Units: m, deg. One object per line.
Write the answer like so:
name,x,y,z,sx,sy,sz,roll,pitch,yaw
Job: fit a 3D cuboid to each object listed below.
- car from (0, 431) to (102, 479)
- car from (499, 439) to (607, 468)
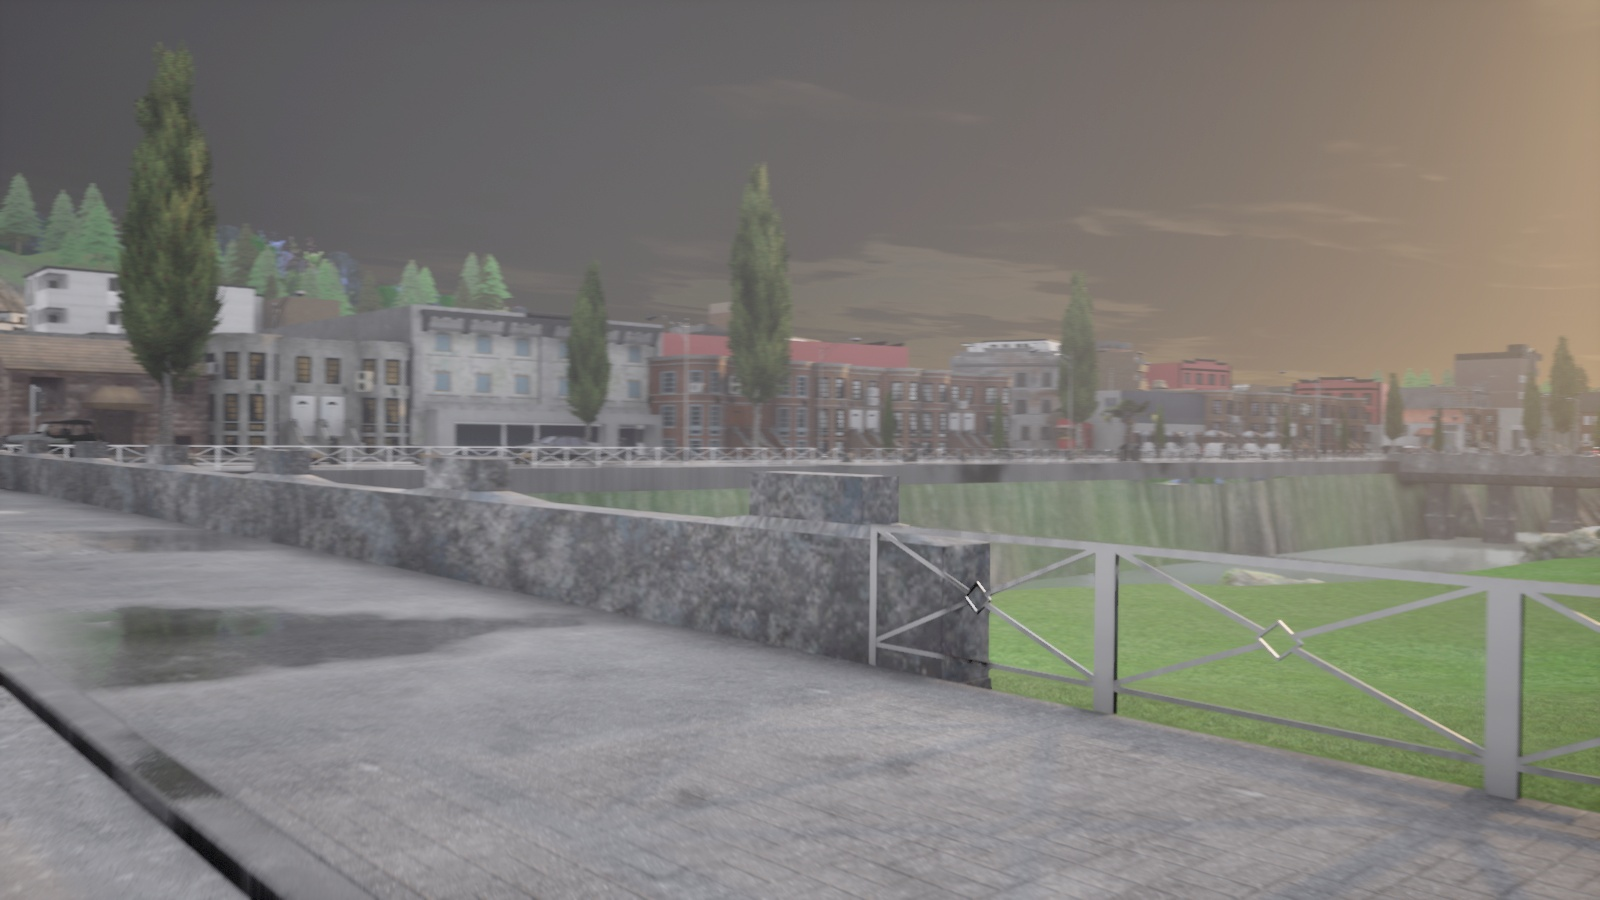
car,-30.877,0.194,51.230,3.866,1.878,1.905,-1,1,-42
car,-13.131,0.163,66.963,5.357,1.411,2.033,-1,1,-42
